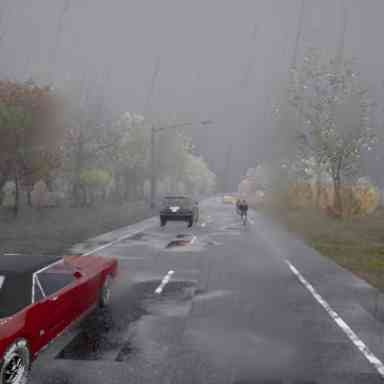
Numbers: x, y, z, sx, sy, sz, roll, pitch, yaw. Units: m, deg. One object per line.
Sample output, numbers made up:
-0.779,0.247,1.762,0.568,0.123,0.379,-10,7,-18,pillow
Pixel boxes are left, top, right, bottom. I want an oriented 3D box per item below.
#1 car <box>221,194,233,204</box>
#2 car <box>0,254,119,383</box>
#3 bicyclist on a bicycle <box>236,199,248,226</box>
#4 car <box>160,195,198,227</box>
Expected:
6.754,1.564,63.579,1.882,1.535,5.008,0,0,6,car
-2.681,1.609,5.068,1.895,1.301,4.718,0,0,6,car
3.429,1.399,22.082,0.659,1.776,1.843,0,0,6,bicyclist on a bicycle
-0.821,1.254,23.459,2.150,2.045,5.566,0,0,6,car
